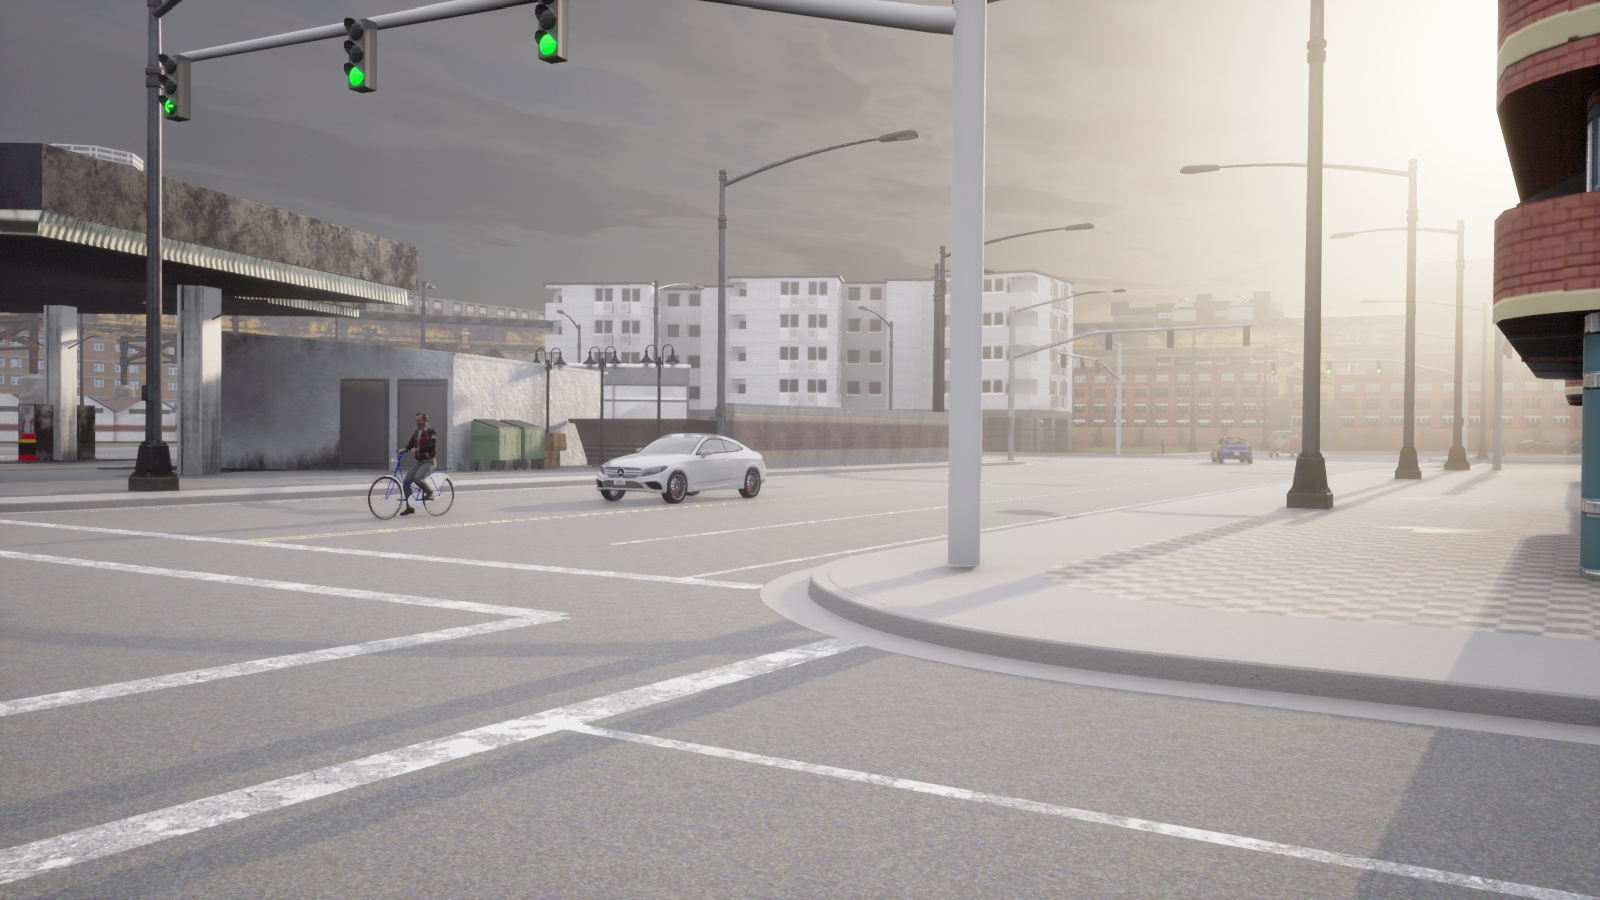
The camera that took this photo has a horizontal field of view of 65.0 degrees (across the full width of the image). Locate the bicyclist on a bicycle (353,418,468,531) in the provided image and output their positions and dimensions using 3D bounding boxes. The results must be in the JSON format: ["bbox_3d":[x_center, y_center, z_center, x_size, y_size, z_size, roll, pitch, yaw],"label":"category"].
[{"bbox_3d":[-6.427,0.376,20.823,0.659,1.776,1.843,0,1,31],"label":"bicyclist on a bicycle"}]

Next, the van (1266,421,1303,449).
[{"bbox_3d":[35.150,-1.077,91.048,1.775,1.987,4.442,0,1,31],"label":"van"}]

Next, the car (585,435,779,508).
[{"bbox_3d":[-2.468,0.404,27.508,1.812,1.442,4.674,0,1,31],"label":"car"}]

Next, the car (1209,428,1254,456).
[{"bbox_3d":[23.823,-0.445,69.431,1.816,1.474,4.193,0,1,11],"label":"car"}]
